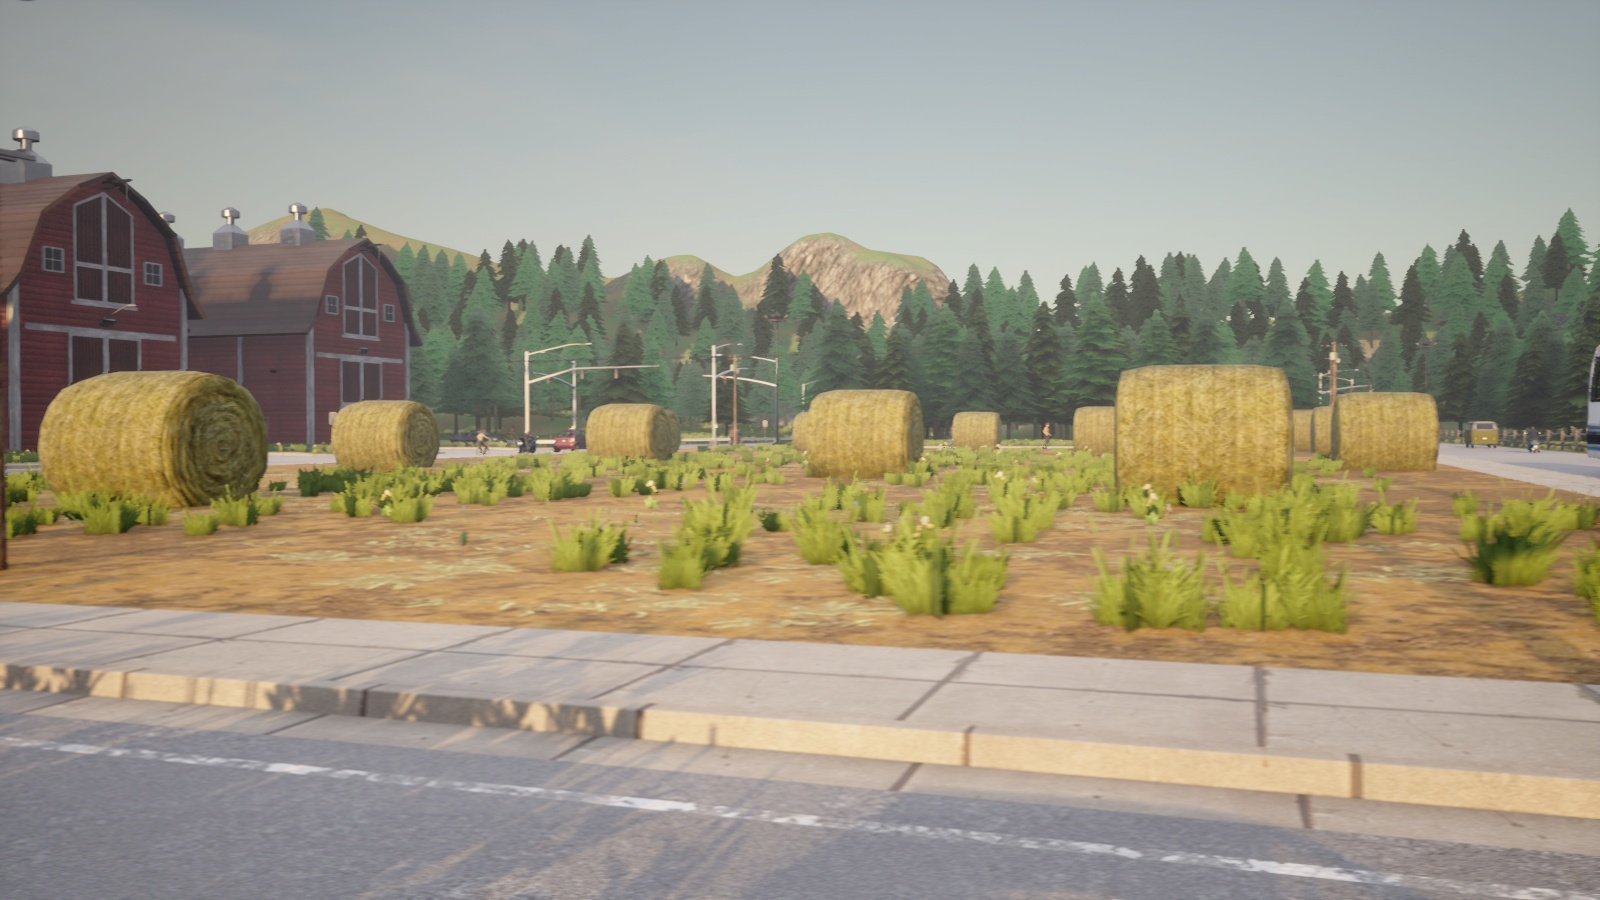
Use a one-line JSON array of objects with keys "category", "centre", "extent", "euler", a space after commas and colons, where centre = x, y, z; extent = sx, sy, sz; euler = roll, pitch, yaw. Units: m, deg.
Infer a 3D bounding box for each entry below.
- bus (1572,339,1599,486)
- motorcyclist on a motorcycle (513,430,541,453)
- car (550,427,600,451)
[{"category": "bus", "centre": [24.476, -1.043, 34.226], "extent": [3.944, 4.253, 10.273], "euler": [1, 2, 21]}, {"category": "motorcyclist on a motorcycle", "centre": [-17.862, -0.561, 82.167], "extent": [0.866, 1.530, 2.191], "euler": [1, 1, 17]}, {"category": "car", "centre": [-15.874, -0.799, 88.736], "extent": [1.851, 1.617, 3.988], "euler": [1, 1, 17]}]
